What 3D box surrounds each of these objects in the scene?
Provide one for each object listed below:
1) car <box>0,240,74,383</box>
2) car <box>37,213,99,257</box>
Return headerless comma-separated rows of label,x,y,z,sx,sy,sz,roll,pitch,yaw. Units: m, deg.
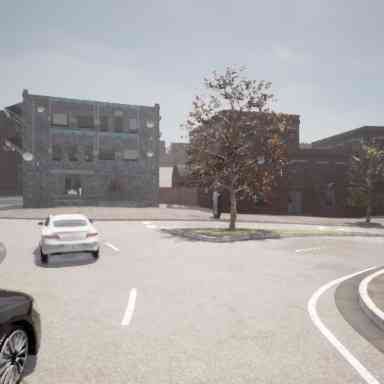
car,-3.138,1.491,2.445,2.128,1.511,4.902,0,0,9
car,-4.625,1.506,12.317,1.812,1.442,4.674,0,0,-25
